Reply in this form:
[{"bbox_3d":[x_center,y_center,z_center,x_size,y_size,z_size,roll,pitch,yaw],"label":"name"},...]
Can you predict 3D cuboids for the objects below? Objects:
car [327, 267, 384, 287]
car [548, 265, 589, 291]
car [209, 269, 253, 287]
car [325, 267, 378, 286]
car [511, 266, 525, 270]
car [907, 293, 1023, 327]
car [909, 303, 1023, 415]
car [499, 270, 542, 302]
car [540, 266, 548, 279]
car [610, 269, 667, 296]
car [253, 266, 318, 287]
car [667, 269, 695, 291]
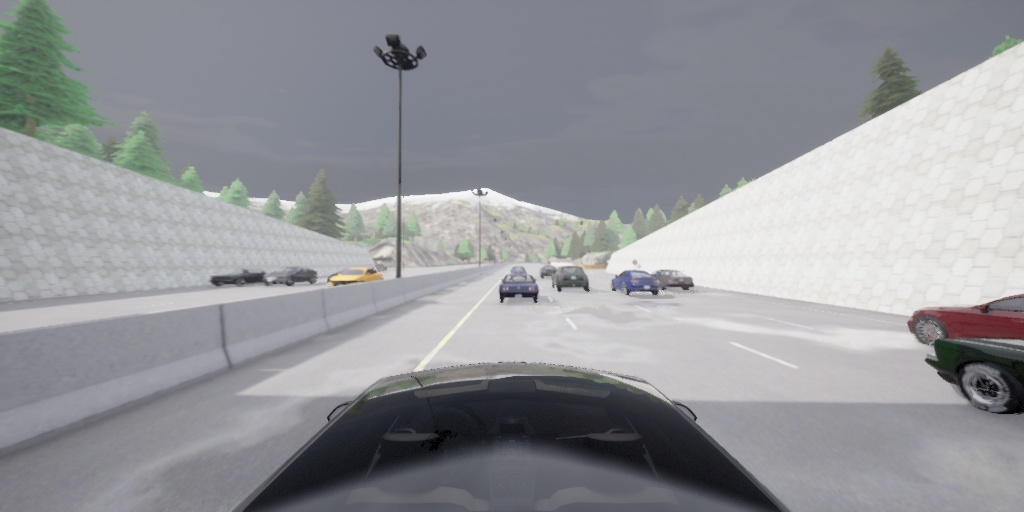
[{"bbox_3d":[-10.261,1.503,23.981,1.882,1.535,5.008,0,-1,1],"label":"car"},{"bbox_3d":[3.948,1.433,24.929,2.097,1.767,4.553,0,-1,1],"label":"car"},{"bbox_3d":[-20.693,1.647,27.774,1.895,1.301,4.718,0,-1,1],"label":"car"},{"bbox_3d":[-13.627,1.657,30.810,2.033,1.411,5.357,0,-1,1],"label":"car"},{"bbox_3d":[0.674,1.817,39.245,2.033,1.411,5.357,0,-1,1],"label":"car"},{"bbox_3d":[10.659,1.379,6.858,1.812,1.442,4.674,0,-1,1],"label":"car"},{"bbox_3d":[7.099,1.393,3.174,1.895,1.301,4.718,0,-1,1],"label":"car"},{"bbox_3d":[0.346,1.586,18.723,1.895,1.301,4.718,0,-1,1],"label":"car"},{"bbox_3d":[4.206,1.839,41.649,1.812,1.442,4.674,0,-1,1],"label":"car"},{"bbox_3d":[7.383,1.575,21.803,1.812,1.442,4.674,0,-1,1],"label":"car"},{"bbox_3d":[-17.186,1.552,28.035,2.128,1.511,4.902,0,-1,1],"label":"car"},{"bbox_3d":[10.958,1.660,25.600,2.033,1.411,5.357,0,-1,1],"label":"car"}]
